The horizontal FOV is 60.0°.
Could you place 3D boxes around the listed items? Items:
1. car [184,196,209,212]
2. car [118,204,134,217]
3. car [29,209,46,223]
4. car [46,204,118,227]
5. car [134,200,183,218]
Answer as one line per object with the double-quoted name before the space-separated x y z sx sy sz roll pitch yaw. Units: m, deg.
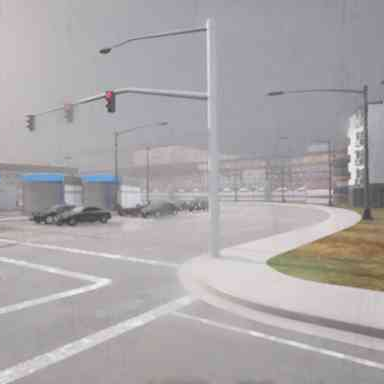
"car" 1.197 1.502 42.842 2.150 2.045 5.566 -1 0 16
"car" -5.830 1.899 35.468 1.895 1.301 4.718 -1 0 30
"car" -11.056 1.801 27.856 1.837 1.490 4.892 -1 0 36
"car" -8.346 1.780 25.633 1.812 1.442 4.674 -1 0 36
"car" -3.221 1.761 33.124 1.837 1.490 4.892 -1 0 30
